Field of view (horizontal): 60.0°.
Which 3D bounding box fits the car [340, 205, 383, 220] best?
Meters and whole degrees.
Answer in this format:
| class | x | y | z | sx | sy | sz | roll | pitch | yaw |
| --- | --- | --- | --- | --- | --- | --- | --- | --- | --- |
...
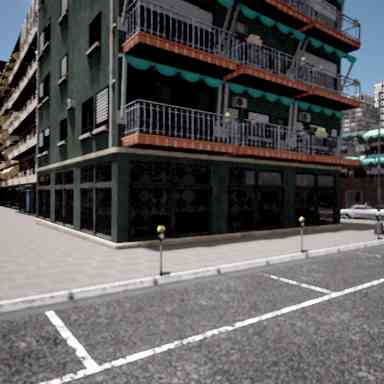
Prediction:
| class | x | y | z | sx | sy | sz | roll | pitch | yaw |
| --- | --- | --- | --- | --- | --- | --- | --- | --- | --- |
| car | 16.575 | 1.944 | 31.767 | 1.895 | 1.301 | 4.718 | 1 | -1 | -36 |
